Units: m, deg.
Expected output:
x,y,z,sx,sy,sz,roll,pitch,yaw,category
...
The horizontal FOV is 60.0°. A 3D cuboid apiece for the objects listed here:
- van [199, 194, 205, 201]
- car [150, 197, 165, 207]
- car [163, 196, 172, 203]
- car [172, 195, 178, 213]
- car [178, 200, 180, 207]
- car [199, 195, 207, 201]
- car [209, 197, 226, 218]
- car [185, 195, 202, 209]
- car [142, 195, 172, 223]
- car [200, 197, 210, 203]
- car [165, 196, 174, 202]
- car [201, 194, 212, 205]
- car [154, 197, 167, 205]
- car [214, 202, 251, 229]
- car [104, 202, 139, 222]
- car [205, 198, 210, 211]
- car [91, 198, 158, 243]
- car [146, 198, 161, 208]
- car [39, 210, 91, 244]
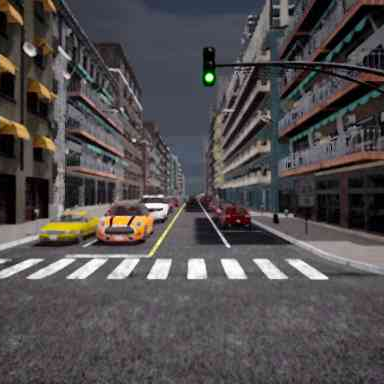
x,y,z,sx,sy,sz,roll,pitch,yaw,category
2.804,1.490,93.474,1.690,1.788,3.998,0,0,0,van
-5.623,1.633,54.833,2.008,1.369,4.403,1,0,0,car
-5.597,1.644,76.756,1.752,1.417,4.829,1,0,0,car
-3.051,1.406,37.018,2.097,1.767,4.553,0,0,0,car
-2.947,1.557,51.736,1.882,1.535,5.008,0,0,0,car
2.797,1.579,87.951,1.967,1.590,4.097,1,0,0,car
2.728,1.479,27.193,1.967,1.590,4.097,1,0,0,car
0.054,1.575,47.516,1.837,1.490,4.892,0,0,0,car
-3.070,1.261,26.248,2.150,2.045,5.566,0,0,0,car
2.777,1.675,71.380,1.947,1.339,4.313,1,0,0,car
-5.591,1.680,82.450,2.008,1.369,4.403,1,0,0,car
2.767,1.406,60.334,2.192,1.841,5.009,1,0,0,car
-5.616,1.636,60.357,1.887,1.381,4.507,1,0,0,car
2.721,1.575,21.669,1.887,1.381,4.507,1,0,0,car
-5.654,1.584,27.216,1.887,1.381,4.507,1,0,0,car
2.739,1.637,38.239,1.802,1.307,4.206,1,0,0,car
-3.078,1.375,16.276,2.097,1.767,4.553,0,0,0,car
-5.629,1.598,49.140,1.752,1.417,4.829,1,0,0,car
-5.666,1.549,15.999,1.752,1.417,4.829,1,0,0,car
